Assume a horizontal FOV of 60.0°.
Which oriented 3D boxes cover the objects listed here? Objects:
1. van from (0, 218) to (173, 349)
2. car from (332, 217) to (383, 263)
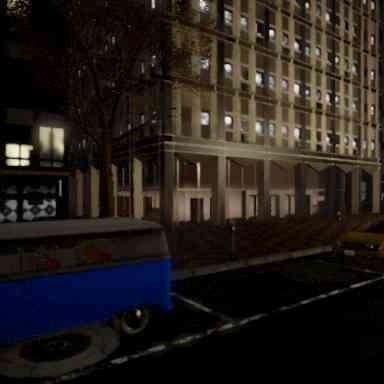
[{"bbox_3d":[-2.226,1.337,4.968,3.998,1.788,1.690,0,0,-36],"label":"van"},{"bbox_3d":[6.652,1.480,11.302,4.829,1.417,1.752,0,0,-35],"label":"car"}]
